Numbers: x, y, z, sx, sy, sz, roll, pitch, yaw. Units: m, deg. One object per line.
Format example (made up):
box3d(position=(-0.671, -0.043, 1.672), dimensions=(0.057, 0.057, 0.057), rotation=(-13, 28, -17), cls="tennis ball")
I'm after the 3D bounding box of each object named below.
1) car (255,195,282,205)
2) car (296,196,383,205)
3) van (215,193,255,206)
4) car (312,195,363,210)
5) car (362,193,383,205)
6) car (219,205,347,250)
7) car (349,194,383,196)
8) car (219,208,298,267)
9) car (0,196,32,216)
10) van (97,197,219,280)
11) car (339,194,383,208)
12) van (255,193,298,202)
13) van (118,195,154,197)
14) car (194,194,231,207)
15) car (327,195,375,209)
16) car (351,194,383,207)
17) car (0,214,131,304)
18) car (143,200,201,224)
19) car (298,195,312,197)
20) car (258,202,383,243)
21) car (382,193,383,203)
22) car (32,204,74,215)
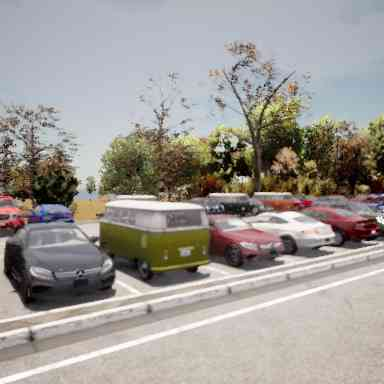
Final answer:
box3d(position=(5.255, 1.313, 30.172), dimensions=(2.231, 1.521, 4.892), rotation=(-1, 1, -35), cls="car")
box3d(position=(7.965, 1.259, 16.708), dimensions=(2.185, 1.767, 4.553), rotation=(-1, 1, -35), cls="car")
box3d(position=(2.886, 1.123, 28.625), dimensions=(1.878, 1.987, 4.442), rotation=(-1, 1, -35), cls="van")
box3d(position=(16.662, 1.131, 38.275), dimensions=(2.097, 1.535, 5.008), rotation=(-1, 1, -35), cls="car")
box3d(position=(25.975, 0.985, 44.883), dimensions=(2.231, 1.521, 4.892), rotation=(-1, 1, -35), cls="car")
box3d(position=(3.380, 1.498, 13.408), dimensions=(2.002, 1.452, 4.674), rotation=(-1, 1, -35), cls="car")
box3d(position=(12.571, 1.060, 19.978), dimensions=(2.435, 2.045, 5.566), rotation=(-1, 1, -35), cls="car")
box3d(position=(1.067, 1.529, 11.770), dimensions=(2.002, 1.452, 4.674), rotation=(-1, 1, -35), cls="car")
box3d(position=(-10.957, 1.238, 18.616), dimensions=(2.435, 2.045, 5.566), rotation=(0, 0, -35), cls="car")
box3d(position=(-1.411, 1.274, 10.149), dimensions=(1.878, 1.987, 4.442), rotation=(0, 0, -35), cls="van")
box3d(position=(21.372, 1.056, 41.611), dimensions=(2.097, 1.535, 5.008), rotation=(-1, 1, -35), cls="car")
box3d(position=(7.493, 1.049, 31.895), dimensions=(1.878, 1.987, 4.442), rotation=(-1, 1, -35), cls="van")
box3d(position=(-3.883, 1.232, 23.528), dimensions=(1.878, 1.987, 4.442), rotation=(-1, 1, -35), cls="van")
box3d(position=(0.571, 1.261, 26.798), dimensions=(2.185, 1.767, 4.553), rotation=(-1, 1, -35), cls="car")
box3d(position=(19.051, 1.123, 40.003), dimensions=(2.163, 1.488, 4.792), rotation=(-1, 1, -35), cls="car")
box3d(position=(23.674, 1.020, 43.246), dimensions=(2.097, 1.535, 5.008), rotation=(-1, 1, -35), cls="car")
box3d(position=(-3.551, 1.531, 8.489), dimensions=(2.002, 1.452, 4.674), rotation=(0, 0, -35), cls="car")
box3d(position=(-1.663, 1.451, 25.289), dimensions=(2.163, 1.488, 4.792), rotation=(-1, 1, -35), cls="car")
box3d(position=(9.758, 1.240, 33.369), dimensions=(2.097, 1.535, 5.008), rotation=(-1, 1, -35), cls="car")
box3d(position=(5.684, 1.421, 15.042), dimensions=(2.097, 1.535, 5.008), rotation=(-1, 1, -35), cls="car")
box3d(position=(30.569, 0.909, 48.166), dimensions=(2.231, 1.521, 4.892), rotation=(-1, 1, -35), cls="car")
box3d(position=(-8.660, 1.499, 20.276), dimensions=(2.097, 1.535, 5.008), rotation=(1, 0, -35), cls="car")
